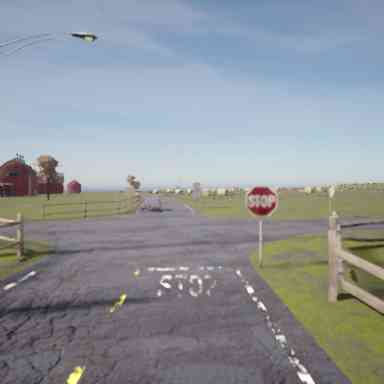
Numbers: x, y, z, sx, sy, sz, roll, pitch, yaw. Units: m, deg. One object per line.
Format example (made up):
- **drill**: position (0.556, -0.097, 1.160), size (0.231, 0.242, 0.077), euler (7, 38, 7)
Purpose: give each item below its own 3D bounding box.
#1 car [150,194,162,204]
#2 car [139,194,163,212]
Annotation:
- **car**: position (-5.712, 1.082, 52.215), size (1.812, 1.442, 4.674), euler (0, 1, -6)
- **car**: position (-4.023, 1.268, 33.434), size (1.812, 1.442, 4.674), euler (0, 2, -2)
